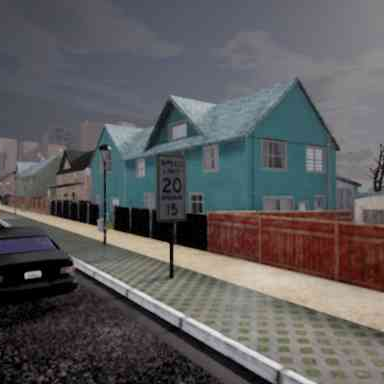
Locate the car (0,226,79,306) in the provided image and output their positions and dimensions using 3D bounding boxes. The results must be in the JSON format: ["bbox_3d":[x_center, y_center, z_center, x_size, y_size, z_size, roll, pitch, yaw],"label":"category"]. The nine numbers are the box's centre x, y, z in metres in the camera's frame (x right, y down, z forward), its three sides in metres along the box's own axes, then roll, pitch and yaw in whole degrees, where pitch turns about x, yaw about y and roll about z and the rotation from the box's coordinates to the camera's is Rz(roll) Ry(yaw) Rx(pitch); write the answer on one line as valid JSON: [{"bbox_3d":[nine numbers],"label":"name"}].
[{"bbox_3d":[-4.359,1.545,8.041,2.033,1.411,5.357,0,0,-36],"label":"car"}]
